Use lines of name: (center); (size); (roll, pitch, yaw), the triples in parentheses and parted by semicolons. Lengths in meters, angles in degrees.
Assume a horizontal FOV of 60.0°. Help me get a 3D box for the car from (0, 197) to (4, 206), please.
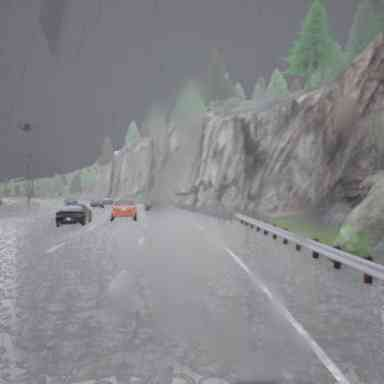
car: (-29.356, 1.717, 49.133); (2.150, 2.045, 5.566); (-1, 0, -19)

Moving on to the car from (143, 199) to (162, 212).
car: (-4.865, 1.593, 40.886); (1.837, 1.490, 4.892); (0, 0, -14)

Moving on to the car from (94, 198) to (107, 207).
car: (-15.681, 1.872, 54.491); (1.895, 1.301, 4.718); (-1, 0, -21)

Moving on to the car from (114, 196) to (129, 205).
car: (-14.472, 1.701, 68.289); (1.801, 1.575, 5.366); (-1, 0, -25)

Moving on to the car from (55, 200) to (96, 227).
car: (-8.495, 1.623, 24.196); (1.882, 1.535, 5.008); (0, 0, -9)

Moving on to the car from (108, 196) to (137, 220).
car: (-5.946, 1.456, 29.237); (2.097, 1.767, 4.553); (-1, 0, -10)

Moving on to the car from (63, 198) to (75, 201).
car: (-20.118, 1.696, 54.975); (2.097, 1.767, 4.553); (-1, 0, -21)
